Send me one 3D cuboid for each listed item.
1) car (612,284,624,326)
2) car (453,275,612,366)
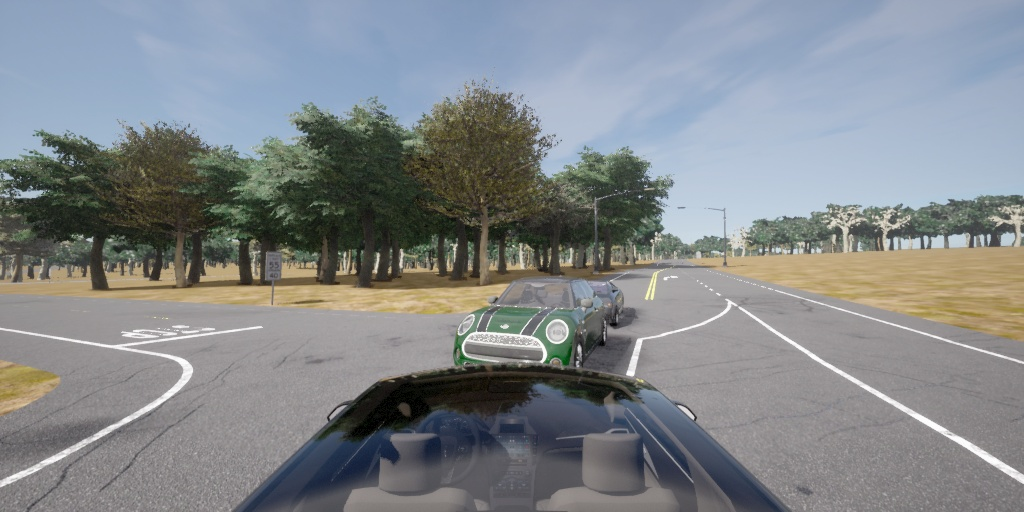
[{"bbox_3d":[2.884,1.555,12.933,1.994,1.385,4.181,-2,0,22],"label":"car"},{"bbox_3d":[0.668,1.223,7.497,2.097,1.767,4.553,-1,-2,22],"label":"car"}]
